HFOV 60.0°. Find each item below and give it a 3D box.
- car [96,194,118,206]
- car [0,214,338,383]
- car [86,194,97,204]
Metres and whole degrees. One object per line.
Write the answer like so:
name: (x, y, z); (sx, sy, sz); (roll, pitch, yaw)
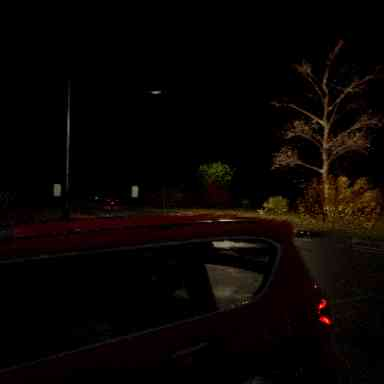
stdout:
car: (-12.374, 1.326, 49.249); (1.812, 1.442, 4.674); (1, 0, -29)
car: (-1.391, 1.280, 2.511); (5.566, 2.045, 2.150); (-1, -1, -29)
car: (-16.989, 1.103, 57.629); (2.097, 1.767, 4.553); (1, 0, -29)
